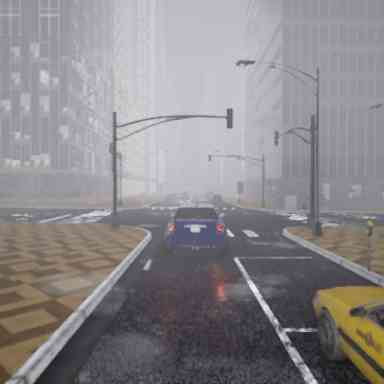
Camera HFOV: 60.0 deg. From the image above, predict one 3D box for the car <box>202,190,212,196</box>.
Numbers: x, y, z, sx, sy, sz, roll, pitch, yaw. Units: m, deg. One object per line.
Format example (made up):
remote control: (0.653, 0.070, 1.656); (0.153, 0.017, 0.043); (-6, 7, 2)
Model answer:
car: (3.840, 0.485, 76.026); (2.192, 1.841, 5.009); (0, 1, 0)

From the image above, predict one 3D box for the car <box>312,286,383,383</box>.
car: (2.570, 1.492, 2.993); (1.752, 1.417, 4.829); (0, 1, 0)

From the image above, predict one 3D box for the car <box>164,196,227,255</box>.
car: (0.205, 1.211, 12.789); (2.097, 1.767, 4.553); (0, 1, 3)

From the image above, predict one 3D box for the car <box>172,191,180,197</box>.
car: (-4.081, 0.476, 87.053); (1.967, 1.590, 4.097); (0, 1, 0)

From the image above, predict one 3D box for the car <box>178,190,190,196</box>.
car: (-1.452, 0.831, 64.330); (1.812, 1.442, 4.674); (0, 1, 0)

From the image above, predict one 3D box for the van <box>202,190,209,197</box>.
van: (3.779, 0.312, 92.608); (1.690, 1.788, 3.998); (0, 1, 0)

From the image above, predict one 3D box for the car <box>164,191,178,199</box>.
car: (-3.979, 0.943, 59.418); (1.802, 1.307, 4.206); (0, 1, 0)

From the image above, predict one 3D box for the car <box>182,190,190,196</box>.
car: (-1.488, 0.264, 79.685); (1.812, 1.442, 4.674); (0, 1, 0)

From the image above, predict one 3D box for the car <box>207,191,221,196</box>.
car: (3.971, 0.991, 53.921); (1.947, 1.339, 4.313); (0, 1, 0)

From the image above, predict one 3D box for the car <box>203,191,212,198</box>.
car: (3.820, 0.544, 81.555); (1.967, 1.590, 4.097); (0, 1, 0)

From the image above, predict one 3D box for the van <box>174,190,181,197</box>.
van: (-4.101, 0.311, 92.579); (1.690, 1.788, 3.998); (0, 1, 0)
